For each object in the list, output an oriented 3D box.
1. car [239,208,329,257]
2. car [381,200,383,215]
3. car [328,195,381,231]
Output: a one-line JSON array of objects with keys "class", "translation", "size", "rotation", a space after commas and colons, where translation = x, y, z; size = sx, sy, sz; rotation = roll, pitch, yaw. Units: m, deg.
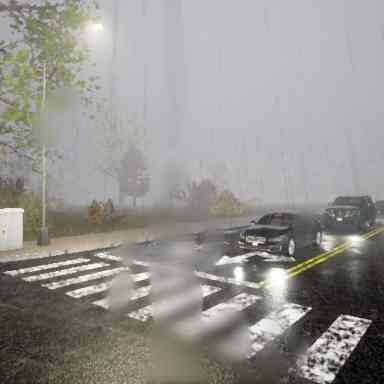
[{"class": "car", "translation": [3.652, 1.518, 13.188], "size": [1.837, 1.490, 4.892], "rotation": [0, 0, 39]}, {"class": "car", "translation": [17.999, 1.515, 31.150], "size": [1.882, 1.535, 5.008], "rotation": [0, 0, 39]}, {"class": "car", "translation": [10.326, 1.246, 21.555], "size": [2.150, 2.045, 5.566], "rotation": [0, 0, 39]}]
